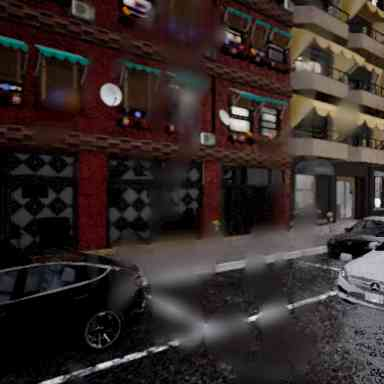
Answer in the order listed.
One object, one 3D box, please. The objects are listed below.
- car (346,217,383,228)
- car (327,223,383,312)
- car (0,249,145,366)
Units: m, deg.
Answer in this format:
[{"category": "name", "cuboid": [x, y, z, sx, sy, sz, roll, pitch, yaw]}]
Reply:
[{"category": "car", "cuboid": [6.329, 1.524, 11.063, 4.313, 1.339, 1.947, 0, 1, -35]}, {"category": "car", "cuboid": [4.945, 1.497, 6.884, 4.674, 1.442, 1.812, 0, 0, -35]}, {"category": "car", "cuboid": [-2.740, 1.565, 4.591, 4.313, 1.339, 1.947, 0, 1, -35]}]
